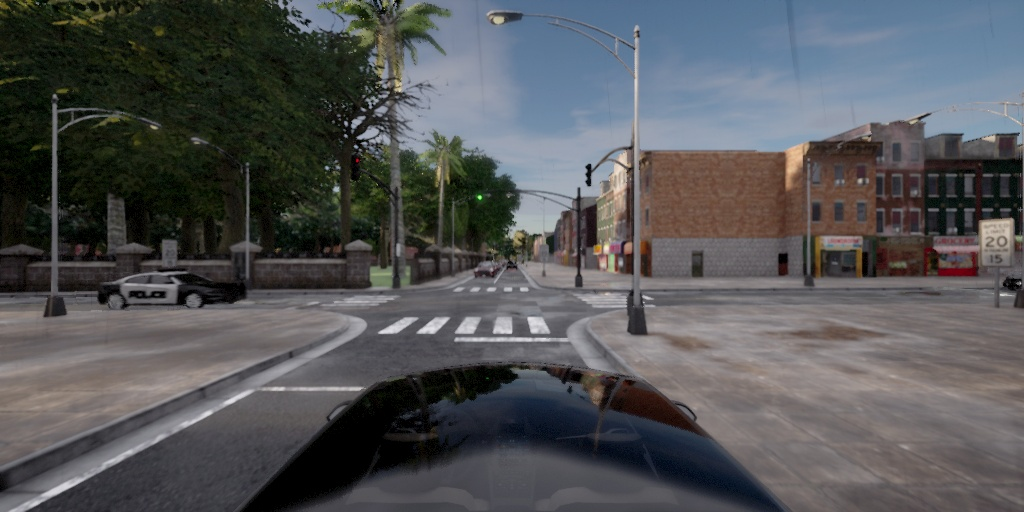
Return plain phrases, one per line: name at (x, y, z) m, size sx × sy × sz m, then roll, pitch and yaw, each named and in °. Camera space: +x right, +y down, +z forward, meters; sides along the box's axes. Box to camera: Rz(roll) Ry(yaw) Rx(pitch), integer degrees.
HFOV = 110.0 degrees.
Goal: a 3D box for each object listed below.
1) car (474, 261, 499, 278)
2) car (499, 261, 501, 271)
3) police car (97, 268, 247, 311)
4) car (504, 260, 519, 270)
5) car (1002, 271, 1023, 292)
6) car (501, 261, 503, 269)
car at (-2.640, 1.319, 35.655) m, size 1.967 × 1.591 × 4.097 m, roll 0°, pitch 0°, yaw 0°
car at (-2.640, 1.351, 41.343) m, size 1.967 × 1.591 × 4.097 m, roll 0°, pitch 0°, yaw 0°
police car at (-14.015, 1.334, 14.998) m, size 5.238 × 1.638 × 1.930 m, roll -1°, pitch 0°, yaw 0°
car at (-0.004, 1.531, 59.351) m, size 1.837 × 1.490 × 4.892 m, roll 0°, pitch 0°, yaw 0°
car at (27.747, 1.107, 17.899) m, size 4.892 × 1.490 × 1.837 m, roll 0°, pitch 0°, yaw 0°
car at (-2.642, 1.563, 52.720) m, size 1.802 × 1.307 × 4.207 m, roll 0°, pitch 0°, yaw 0°
